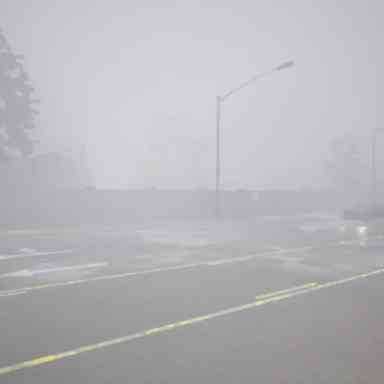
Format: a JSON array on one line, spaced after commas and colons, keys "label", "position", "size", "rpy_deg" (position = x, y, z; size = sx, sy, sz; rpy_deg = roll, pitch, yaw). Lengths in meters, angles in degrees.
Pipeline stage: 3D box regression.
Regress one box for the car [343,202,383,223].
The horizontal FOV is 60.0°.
[{"label": "car", "position": [14.217, 1.574, 26.975], "size": [5.008, 1.535, 1.882], "rpy_deg": [0, 0, -35]}]
